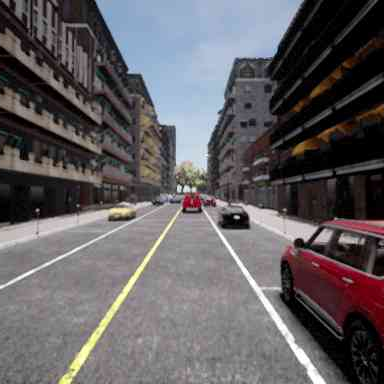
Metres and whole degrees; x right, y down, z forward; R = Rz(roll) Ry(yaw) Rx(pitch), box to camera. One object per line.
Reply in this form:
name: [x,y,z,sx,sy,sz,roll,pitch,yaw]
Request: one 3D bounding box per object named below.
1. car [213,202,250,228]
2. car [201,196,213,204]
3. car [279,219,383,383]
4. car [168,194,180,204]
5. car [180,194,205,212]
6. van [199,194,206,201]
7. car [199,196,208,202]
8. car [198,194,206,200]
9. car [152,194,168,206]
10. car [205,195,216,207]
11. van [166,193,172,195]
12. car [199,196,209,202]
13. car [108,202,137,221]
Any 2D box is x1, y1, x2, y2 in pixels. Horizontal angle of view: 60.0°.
car: [2.705,1.557,22.079,1.947,1.339,4.313,1,0,0]
car: [2.707,1.542,61.954,1.947,1.339,4.313,1,0,0]
car: [2.830,1.313,4.995,2.192,1.841,5.009,1,0,0]
car: [-3.031,1.539,61.126,1.994,1.385,4.181,0,0,1]
car: [0.030,1.208,38.590,2.150,2.045,5.566,0,0,1]
van: [2.713,1.309,84.740,1.690,1.788,3.998,1,0,0]
car: [2.708,1.552,79.043,1.802,1.307,4.206,1,0,0]
car: [2.711,1.407,90.436,1.967,1.590,4.097,1,0,0]
car: [-5.673,1.543,56.195,1.947,1.339,4.313,1,0,0]
car: [2.707,1.525,50.561,1.887,1.381,4.507,1,0,0]
van: [-5.668,1.315,67.588,1.690,1.788,3.998,1,0,0]
car: [2.708,1.522,73.347,2.008,1.369,4.403,1,0,0]
car: [-5.674,1.513,27.544,1.752,1.417,4.829,1,0,0]
